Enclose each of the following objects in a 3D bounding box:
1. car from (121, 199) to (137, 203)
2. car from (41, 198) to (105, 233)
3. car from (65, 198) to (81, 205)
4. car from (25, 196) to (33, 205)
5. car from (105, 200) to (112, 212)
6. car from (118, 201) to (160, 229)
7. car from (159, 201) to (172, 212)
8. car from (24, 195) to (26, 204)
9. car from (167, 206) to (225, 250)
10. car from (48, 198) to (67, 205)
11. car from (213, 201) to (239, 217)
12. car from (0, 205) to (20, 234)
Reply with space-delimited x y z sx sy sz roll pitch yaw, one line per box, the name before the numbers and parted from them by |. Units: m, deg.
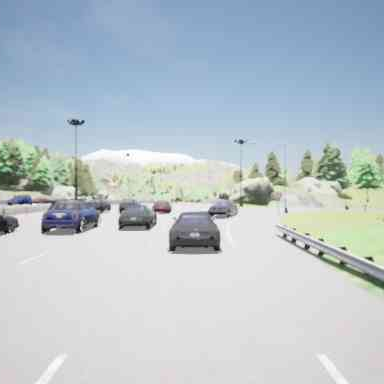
car | -6.835 1.553 37.041 2.128 1.511 4.902 0 -1 1
car | -6.896 1.310 19.400 2.097 1.767 4.553 0 0 0
car | -27.440 2.122 76.621 1.882 1.535 5.008 0 -1 1
car | -27.664 1.781 60.378 1.882 1.535 5.008 0 -1 1
car | -10.336 1.538 37.028 2.128 1.511 4.902 0 -1 1
car | -3.401 1.533 21.367 1.994 1.385 4.181 0 0 0
car | -3.329 1.646 37.668 1.994 1.385 4.181 0 -1 1
car | -31.156 1.528 60.371 2.150 2.045 5.566 0 -1 1
car | 0.103 1.506 13.947 1.994 1.385 4.181 0 0 0
car | -30.940 2.181 76.642 2.033 1.411 5.357 0 -1 1
car | 3.029 1.555 30.961 2.033 1.411 5.357 0 -1 19
car | -10.396 1.480 15.840 2.033 1.411 5.357 0 0 0
